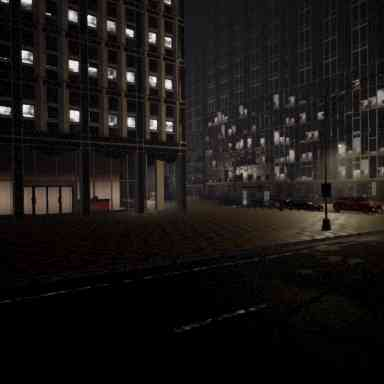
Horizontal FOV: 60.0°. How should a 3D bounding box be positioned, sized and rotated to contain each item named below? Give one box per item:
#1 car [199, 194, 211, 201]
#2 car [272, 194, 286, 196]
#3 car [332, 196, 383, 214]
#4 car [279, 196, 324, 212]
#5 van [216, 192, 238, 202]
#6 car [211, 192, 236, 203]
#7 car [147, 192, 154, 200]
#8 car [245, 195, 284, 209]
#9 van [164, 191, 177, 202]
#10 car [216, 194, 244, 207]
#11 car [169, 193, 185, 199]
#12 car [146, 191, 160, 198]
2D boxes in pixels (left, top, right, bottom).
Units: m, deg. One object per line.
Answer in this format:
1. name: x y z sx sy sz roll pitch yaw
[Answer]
1. car: 3.074 1.041 64.465 1.802 1.307 4.206 -1 1 -34
2. car: 11.303 1.115 42.225 2.097 1.767 4.553 -1 1 -34
3. car: 16.896 1.205 34.073 2.097 1.767 4.553 -1 1 -35
4. car: 12.137 1.422 36.221 1.947 1.339 4.313 -1 1 -34
5. van: 6.289 0.853 59.776 1.690 1.788 3.998 -1 1 -34
6. car: 5.449 1.174 50.776 1.837 1.490 4.892 -1 1 -34
7. car: -10.268 1.037 69.096 2.008 1.369 4.403 0 1 -34
8. car: 8.935 1.386 40.919 1.802 1.307 4.206 -1 1 -34
9. van: -3.836 0.935 59.722 1.690 1.788 3.998 0 1 -34
10. car: 5.767 1.317 45.637 1.947 1.339 4.313 -1 1 -34
11. car: -3.358 0.933 73.838 1.802 1.307 4.206 0 1 -34
12. car: -9.791 0.683 83.208 1.967 1.590 4.097 0 1 -34
